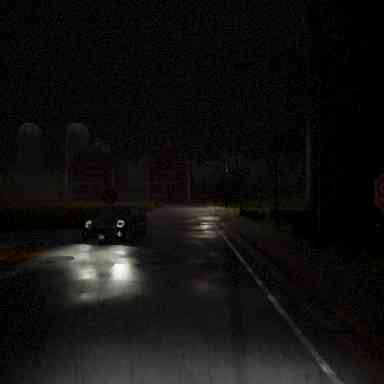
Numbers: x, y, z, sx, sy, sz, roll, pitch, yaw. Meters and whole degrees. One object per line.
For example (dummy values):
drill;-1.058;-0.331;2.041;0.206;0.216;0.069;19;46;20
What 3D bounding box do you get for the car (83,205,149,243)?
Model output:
car;-3.781;1.505;17.319;2.097;1.767;4.553;-1;-1;9
